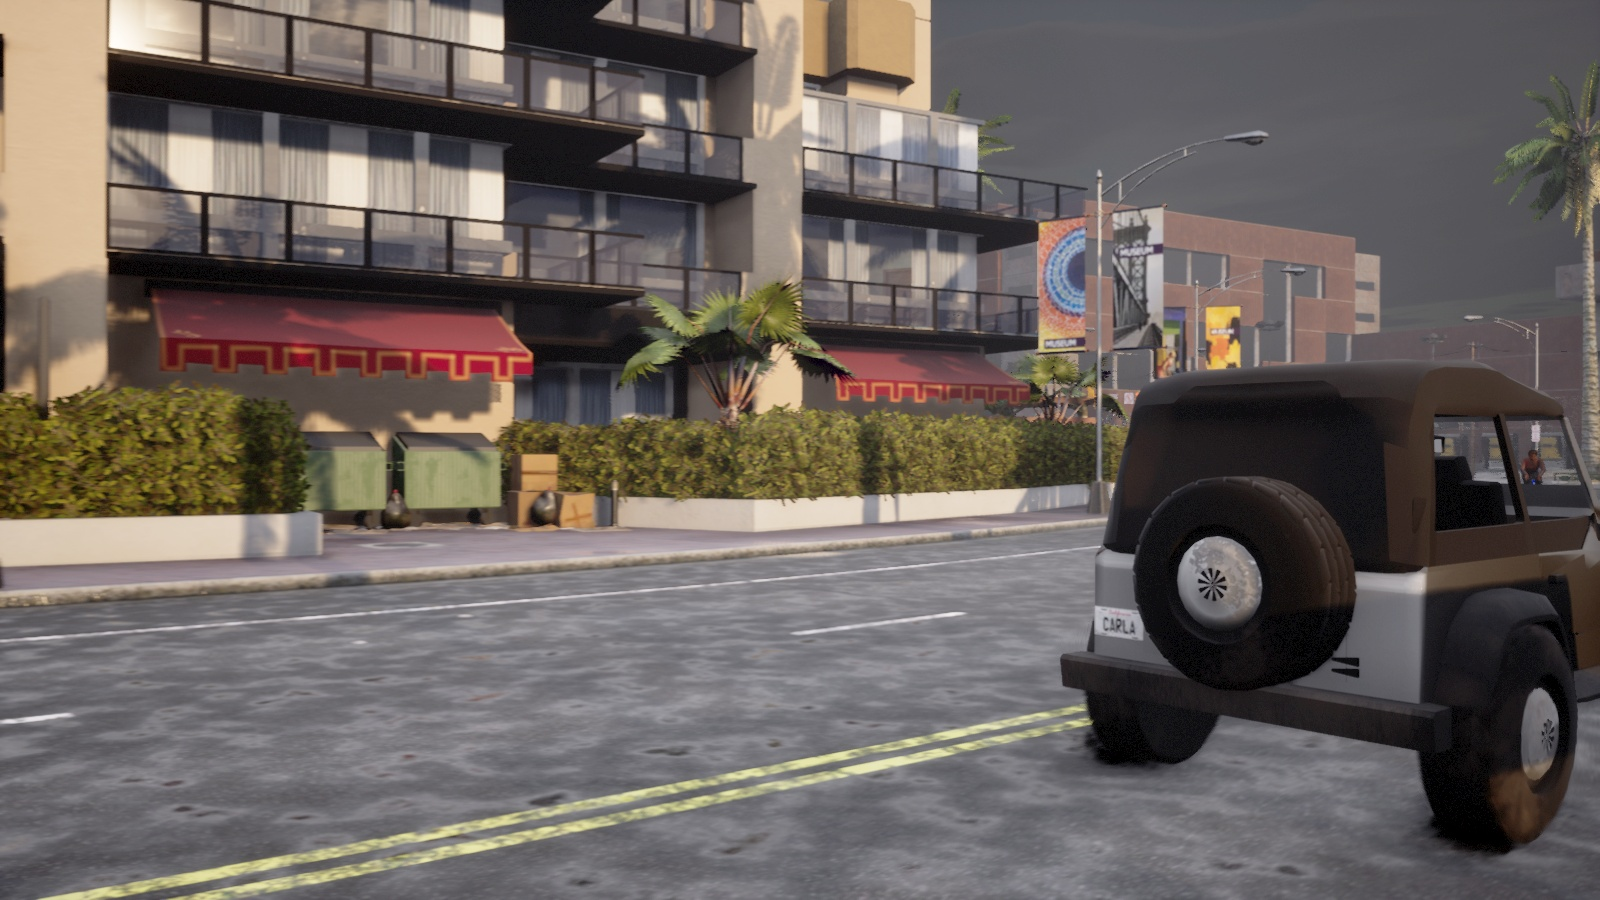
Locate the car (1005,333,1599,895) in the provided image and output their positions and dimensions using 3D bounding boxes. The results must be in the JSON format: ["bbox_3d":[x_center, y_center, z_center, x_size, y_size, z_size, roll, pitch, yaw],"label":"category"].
[{"bbox_3d":[3.025,0.550,6.158,3.866,1.878,1.905,0,0,-39],"label":"car"}]

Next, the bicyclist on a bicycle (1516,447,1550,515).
[{"bbox_3d":[17.894,0.738,30.677,0.582,1.620,1.656,-1,0,26],"label":"bicyclist on a bicycle"}]
